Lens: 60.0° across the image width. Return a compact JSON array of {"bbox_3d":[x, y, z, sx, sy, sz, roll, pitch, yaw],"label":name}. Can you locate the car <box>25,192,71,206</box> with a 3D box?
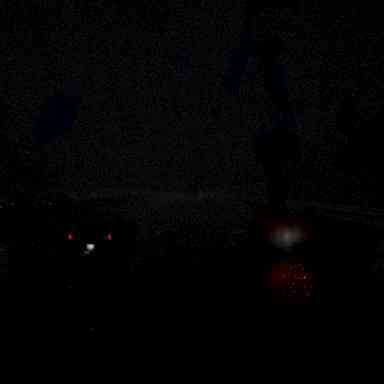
[{"bbox_3d":[-14.095,1.037,33.546,2.150,2.045,5.566,0,0,0],"label":"car"}]

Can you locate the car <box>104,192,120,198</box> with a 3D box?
[{"bbox_3d":[-17.507,0.820,74.788,2.128,1.511,4.902,0,0,0],"label":"car"}]

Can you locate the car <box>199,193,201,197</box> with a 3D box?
[{"bbox_3d":[3.493,1.031,83.203,1.837,1.490,4.892,0,0,0],"label":"car"}]

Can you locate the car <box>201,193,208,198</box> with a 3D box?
[{"bbox_3d":[3.491,1.064,94.240,1.895,1.301,4.718,0,0,0],"label":"car"}]

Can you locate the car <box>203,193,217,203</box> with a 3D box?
[{"bbox_3d":[3.495,1.217,61.192,1.994,1.385,4.181,0,0,0],"label":"car"}]

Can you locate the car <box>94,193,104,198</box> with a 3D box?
[{"bbox_3d":[-21.007,0.968,76.679,1.882,1.535,5.008,0,0,0],"label":"car"}]

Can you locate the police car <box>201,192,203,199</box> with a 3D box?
[{"bbox_3d":[3.494,1.094,72.198,2.038,1.542,4.974,0,0,0],"label":"police car"}]

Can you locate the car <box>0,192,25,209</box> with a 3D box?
[{"bbox_3d":[-17.594,1.037,33.543,2.150,2.045,5.566,0,0,0],"label":"car"}]

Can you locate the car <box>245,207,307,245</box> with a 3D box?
[{"bbox_3d":[3.599,1.426,14.918,1.837,1.490,4.892,0,0,0],"label":"car"}]

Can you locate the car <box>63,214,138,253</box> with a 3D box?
[{"bbox_3d":[-3.401,1.530,13.366,1.895,1.301,4.718,0,0,0],"label":"car"}]

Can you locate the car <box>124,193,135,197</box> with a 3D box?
[{"bbox_3d":[-14.007,0.890,74.758,1.895,1.301,4.718,0,0,0],"label":"car"}]
